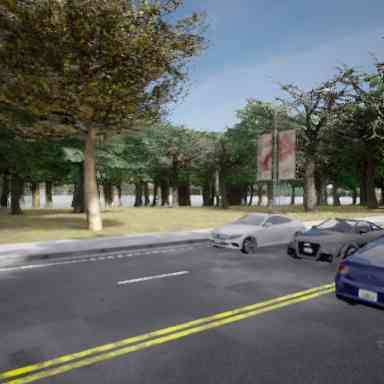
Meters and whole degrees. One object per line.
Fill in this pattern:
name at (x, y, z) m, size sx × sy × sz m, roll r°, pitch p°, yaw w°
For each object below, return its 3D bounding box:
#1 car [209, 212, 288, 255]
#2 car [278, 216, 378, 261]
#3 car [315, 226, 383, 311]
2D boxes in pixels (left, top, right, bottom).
car at (2.848, 1.572, 13.700) m, size 4.674 × 1.442 × 1.812 m, roll 0°, pitch 0°, yaw -35°
car at (5.193, 1.612, 11.382) m, size 4.181 × 1.385 × 1.994 m, roll 0°, pitch 0°, yaw -35°
car at (4.795, 1.560, 6.862) m, size 4.674 × 1.442 × 1.812 m, roll 0°, pitch 0°, yaw -35°
